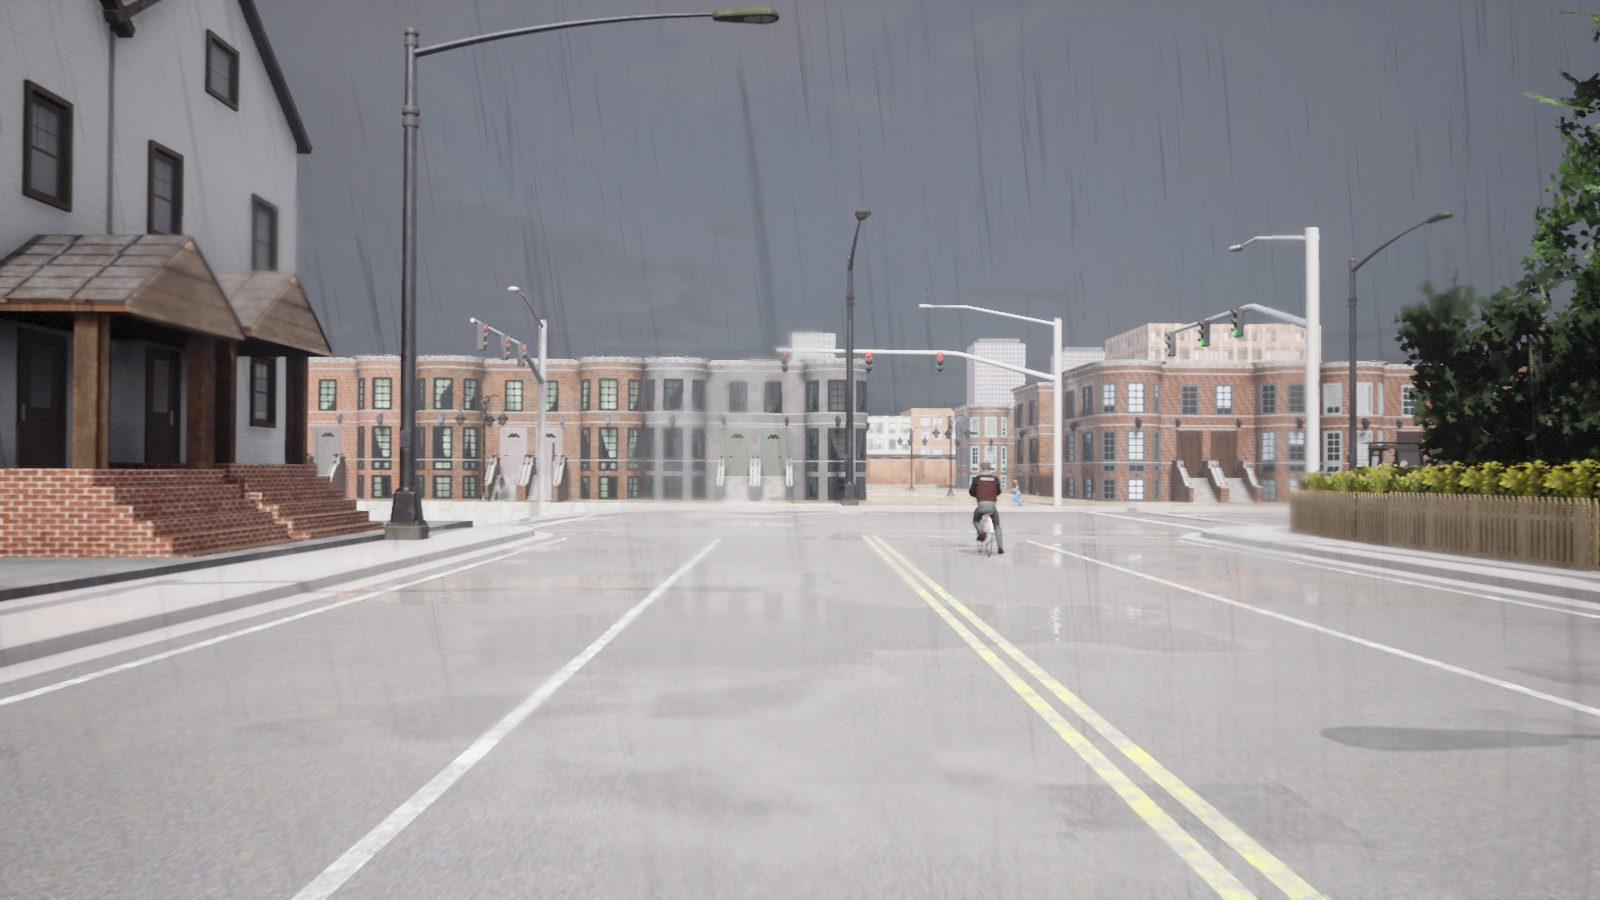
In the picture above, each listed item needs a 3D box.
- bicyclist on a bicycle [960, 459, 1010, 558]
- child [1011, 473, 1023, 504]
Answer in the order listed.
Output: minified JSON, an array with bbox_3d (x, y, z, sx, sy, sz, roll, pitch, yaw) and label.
[{"bbox_3d":[3.444,1.065,23.524,0.659,1.776,1.843,0,-1,0],"label":"bicyclist on a bicycle"},{"bbox_3d":[8.769,1.556,50.735,0.437,1.263,0.270,0,-1,-1],"label":"child"}]
